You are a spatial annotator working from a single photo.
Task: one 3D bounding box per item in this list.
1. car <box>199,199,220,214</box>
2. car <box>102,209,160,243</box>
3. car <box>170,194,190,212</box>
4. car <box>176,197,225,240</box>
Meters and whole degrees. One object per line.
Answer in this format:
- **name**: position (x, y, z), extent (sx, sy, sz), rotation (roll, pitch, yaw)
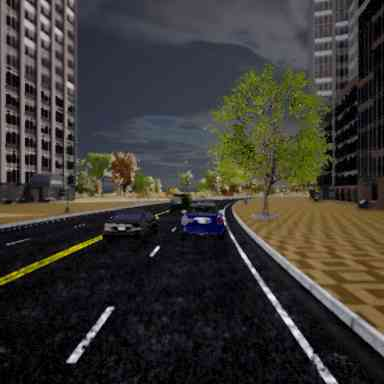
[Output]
- **car**: position (2.005, 1.541, 36.794), extent (2.033, 1.411, 5.357), rotation (0, 0, 6)
- **car**: position (-2.764, 1.541, 16.100), extent (2.033, 1.411, 5.357), rotation (0, 0, 3)
- **car**: position (-1.098, 1.215, 38.335), extent (2.150, 2.045, 5.566), rotation (0, 0, 6)
- **car**: position (0.554, 1.345, 17.101), extent (2.097, 1.767, 4.553), rotation (0, 0, 3)
